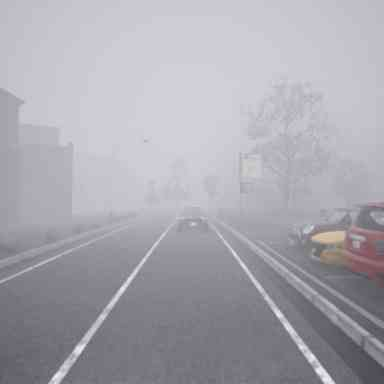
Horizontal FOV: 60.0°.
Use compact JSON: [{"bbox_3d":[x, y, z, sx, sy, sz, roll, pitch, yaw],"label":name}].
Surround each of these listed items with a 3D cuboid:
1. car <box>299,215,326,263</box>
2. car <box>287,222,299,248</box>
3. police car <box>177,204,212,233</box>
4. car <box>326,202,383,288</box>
[{"bbox_3d":[6.210,1.510,10.195,5.008,1.535,2.097,0,0,-1],"label":"car"},{"bbox_3d":[6.206,1.409,13.232,4.553,1.767,2.185,0,0,-1],"label":"car"},{"bbox_3d":[0.074,1.805,21.989,2.038,1.542,4.974,0,-2,0],"label":"police car"},{"bbox_3d":[6.263,1.236,7.279,5.566,2.045,2.435,0,0,0],"label":"car"}]
